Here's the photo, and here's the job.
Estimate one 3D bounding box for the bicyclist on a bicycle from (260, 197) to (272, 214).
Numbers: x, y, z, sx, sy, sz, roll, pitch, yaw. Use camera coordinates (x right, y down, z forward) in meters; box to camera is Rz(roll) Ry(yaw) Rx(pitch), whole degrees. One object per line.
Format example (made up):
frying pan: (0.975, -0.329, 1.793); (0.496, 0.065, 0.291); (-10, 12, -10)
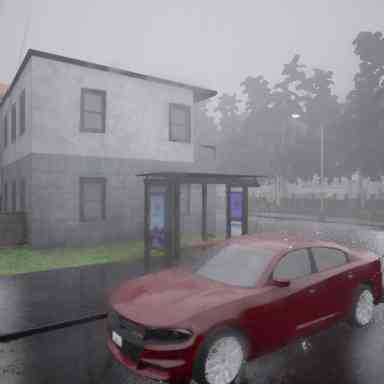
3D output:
bicyclist on a bicycle: (7.200, 1.346, 32.448); (1.656, 1.620, 0.582); (0, 0, -35)

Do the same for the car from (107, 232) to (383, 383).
car: (1.146, 1.477, 5.414); (5.008, 1.535, 1.882); (0, 0, -35)
